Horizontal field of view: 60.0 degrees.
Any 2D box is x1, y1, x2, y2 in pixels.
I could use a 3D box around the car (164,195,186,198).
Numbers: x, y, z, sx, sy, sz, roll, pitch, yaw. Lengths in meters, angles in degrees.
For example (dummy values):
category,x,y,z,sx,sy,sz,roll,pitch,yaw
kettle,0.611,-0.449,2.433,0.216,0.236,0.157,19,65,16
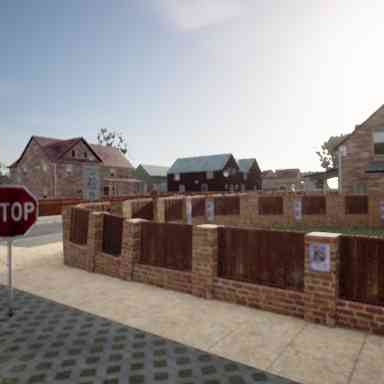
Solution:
category,x,y,z,sx,sy,sz,roll,pitch,yaw
car,-1.720,1.028,30.143,1.882,1.535,5.008,-1,0,33
